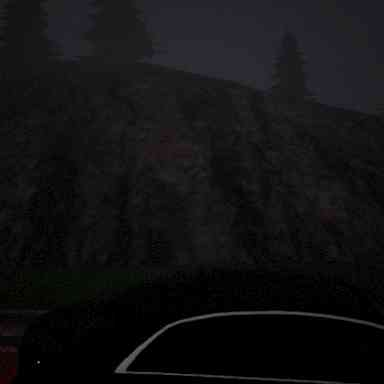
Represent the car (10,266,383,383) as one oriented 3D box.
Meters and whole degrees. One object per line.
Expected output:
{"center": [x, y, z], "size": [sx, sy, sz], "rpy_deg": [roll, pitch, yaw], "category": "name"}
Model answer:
{"center": [0.990, 1.504, 2.905], "size": [4.892, 1.490, 1.837], "rpy_deg": [0, 0, 2], "category": "car"}
